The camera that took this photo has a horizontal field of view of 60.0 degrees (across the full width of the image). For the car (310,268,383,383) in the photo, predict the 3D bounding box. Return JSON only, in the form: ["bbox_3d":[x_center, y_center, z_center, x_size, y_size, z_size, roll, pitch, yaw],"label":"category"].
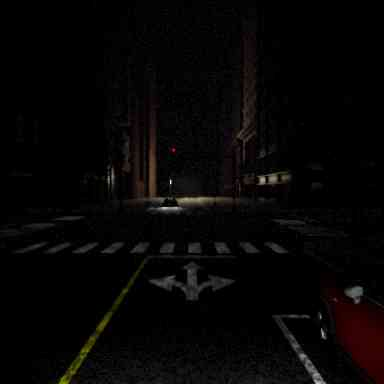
[{"bbox_3d":[2.759,1.426,3.510,1.967,1.590,4.097,0,0,0],"label":"car"}]

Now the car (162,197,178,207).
[{"bbox_3d":[-2.984,1.427,46.143,1.994,1.385,4.181,0,1,0],"label":"car"}]
